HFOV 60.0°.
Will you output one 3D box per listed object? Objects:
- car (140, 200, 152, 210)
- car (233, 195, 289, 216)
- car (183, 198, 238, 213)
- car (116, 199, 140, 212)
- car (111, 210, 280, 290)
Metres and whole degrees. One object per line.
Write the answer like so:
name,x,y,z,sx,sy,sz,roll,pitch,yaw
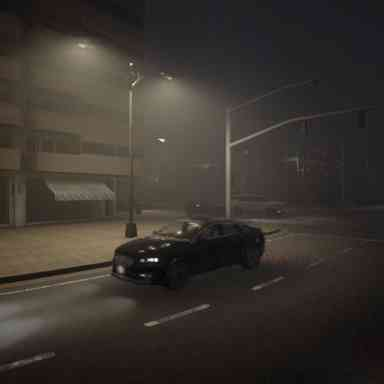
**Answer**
car,-7.156,1.619,42.850,4.181,1.385,1.994,0,0,41
car,6.268,1.276,31.555,5.566,2.045,2.150,0,0,38
car,1.356,1.547,30.911,4.902,1.511,2.128,0,0,41
car,-8.887,1.533,39.722,5.008,1.535,1.882,1,0,41
car,0.138,1.491,9.247,4.902,1.511,2.128,0,0,-44
